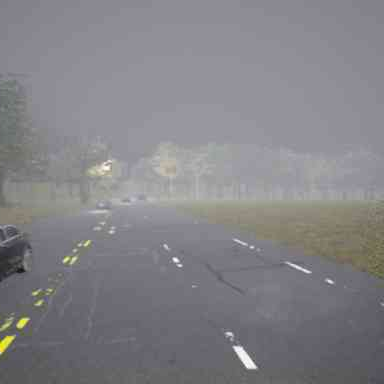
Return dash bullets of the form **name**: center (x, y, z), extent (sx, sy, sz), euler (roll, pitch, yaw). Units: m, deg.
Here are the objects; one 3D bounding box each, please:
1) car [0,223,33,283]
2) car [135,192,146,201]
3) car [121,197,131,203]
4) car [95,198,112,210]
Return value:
- **car**: center (-5.239, 1.515, 7.810), extent (2.128, 1.511, 4.902), euler (0, 0, -11)
- **car**: center (-12.916, 1.346, 85.291), extent (2.150, 2.045, 5.566), euler (0, 0, -11)
- **car**: center (-14.108, 1.719, 71.526), extent (1.895, 1.301, 4.718), euler (0, 0, -7)
- **car**: center (-12.043, 1.624, 45.419), extent (2.128, 1.511, 4.902), euler (0, 0, -7)
